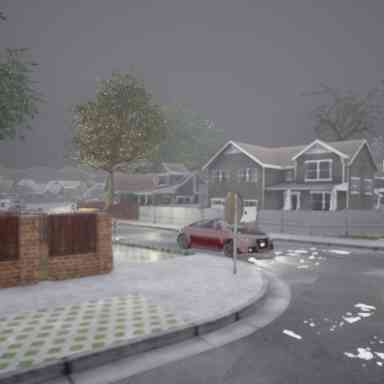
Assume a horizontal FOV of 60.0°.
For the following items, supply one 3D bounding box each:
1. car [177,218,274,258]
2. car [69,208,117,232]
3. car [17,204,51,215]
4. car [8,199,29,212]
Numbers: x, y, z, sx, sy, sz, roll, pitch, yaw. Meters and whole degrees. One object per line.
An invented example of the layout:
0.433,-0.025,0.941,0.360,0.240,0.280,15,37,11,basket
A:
1.280,1.794,13.831,1.994,1.385,4.181,2,-2,-43,car
-6.825,1.824,21.993,1.882,1.535,5.008,2,-1,-43,car
-14.884,2.089,31.595,1.895,1.301,4.718,2,-2,-37,car
-23.692,1.972,45.401,2.150,2.045,5.566,2,-2,-28,car
